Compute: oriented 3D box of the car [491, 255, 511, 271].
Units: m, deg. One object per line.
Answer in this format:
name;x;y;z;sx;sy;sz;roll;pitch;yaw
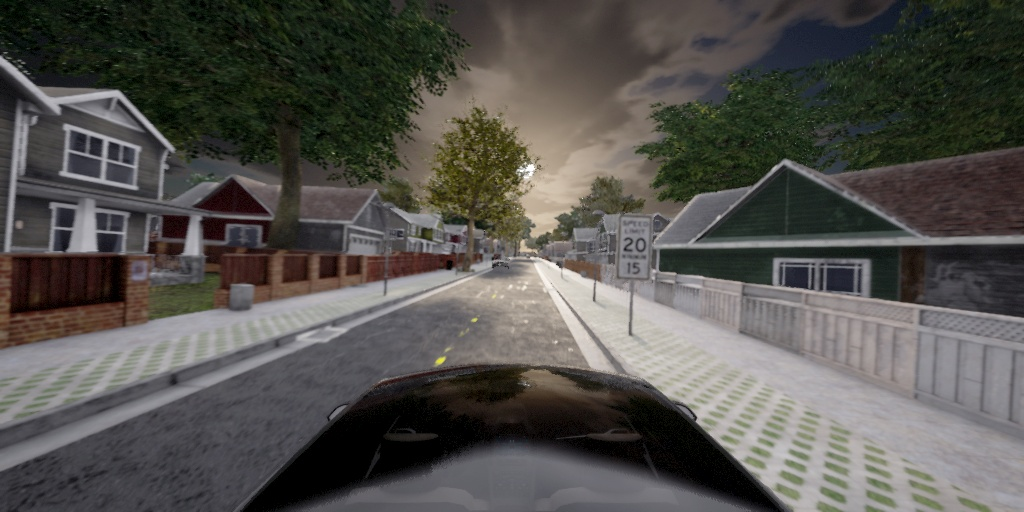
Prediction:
car;-1.130;0.643;39.259;1.837;1.490;4.892;3;0;3
